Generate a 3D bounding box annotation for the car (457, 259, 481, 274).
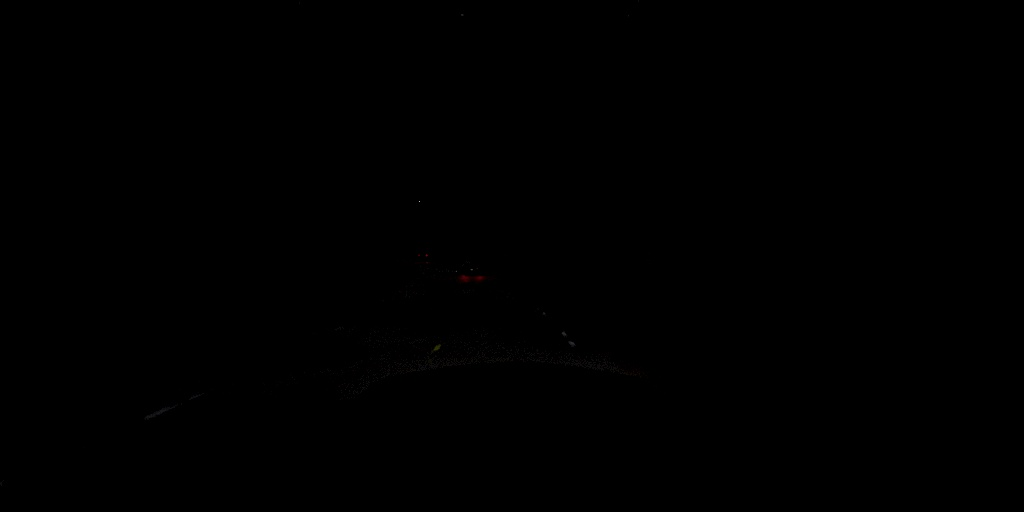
[{"bbox_3d":[-4.255,1.050,35.354,1.812,1.442,4.674,0,0,-14],"label":"car"}]
